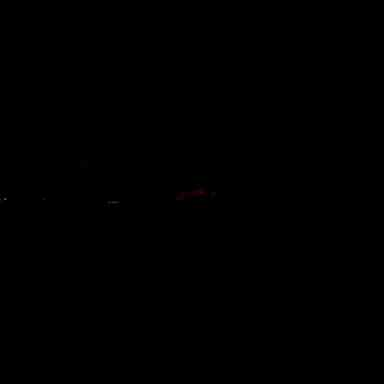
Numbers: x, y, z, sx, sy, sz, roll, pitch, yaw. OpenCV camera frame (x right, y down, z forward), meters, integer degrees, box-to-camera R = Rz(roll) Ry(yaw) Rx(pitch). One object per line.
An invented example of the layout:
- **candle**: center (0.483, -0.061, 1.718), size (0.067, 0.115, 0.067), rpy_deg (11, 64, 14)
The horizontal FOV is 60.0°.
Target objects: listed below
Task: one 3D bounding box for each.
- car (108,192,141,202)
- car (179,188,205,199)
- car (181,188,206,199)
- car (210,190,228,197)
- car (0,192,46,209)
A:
- **car**: center (-10.079, 0.710, 50.354), size (2.033, 1.411, 5.357), rpy_deg (0, 1, 35)
- **car**: center (-0.351, 0.297, 59.131), size (2.097, 1.767, 4.553), rpy_deg (0, 1, 36)
- **car**: center (0.395, 0.183, 65.037), size (2.150, 2.045, 5.566), rpy_deg (0, 1, 35)
- **car**: center (5.551, 0.253, 67.572), size (1.882, 1.535, 5.008), rpy_deg (0, 1, 35)
- **car**: center (-17.653, 0.779, 34.690), size (2.097, 1.767, 4.553), rpy_deg (0, 1, 35)
